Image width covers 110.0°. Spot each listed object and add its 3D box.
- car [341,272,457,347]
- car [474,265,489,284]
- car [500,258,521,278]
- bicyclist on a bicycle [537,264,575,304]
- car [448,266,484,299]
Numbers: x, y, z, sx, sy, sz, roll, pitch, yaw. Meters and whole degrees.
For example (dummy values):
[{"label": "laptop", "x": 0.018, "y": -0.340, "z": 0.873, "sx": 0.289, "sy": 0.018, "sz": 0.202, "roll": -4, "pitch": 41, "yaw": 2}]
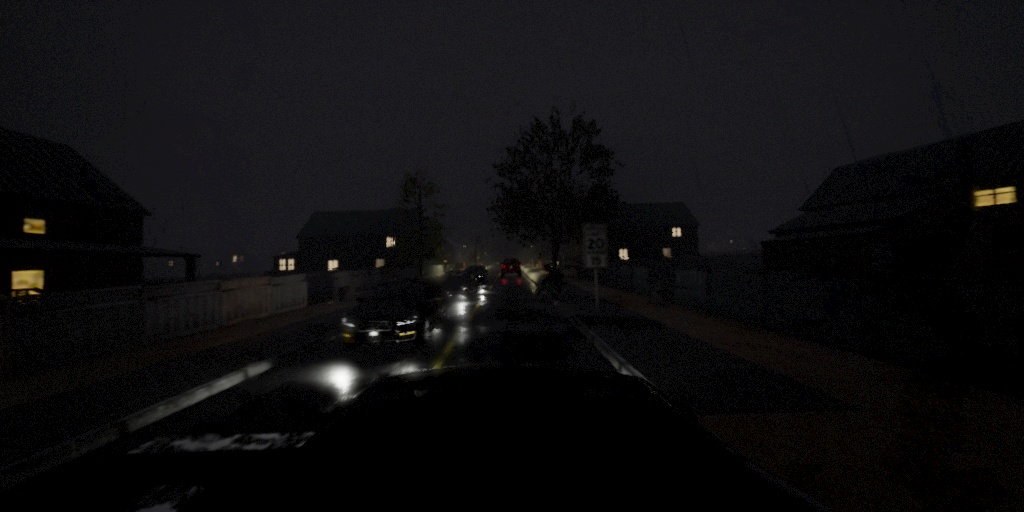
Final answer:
[{"label": "car", "x": -2.910, "y": 1.386, "z": 9.925, "sx": 1.837, "sy": 1.490, "sz": 4.892, "roll": -2, "pitch": 0, "yaw": 0}, {"label": "car", "x": -2.996, "y": 1.543, "z": 30.092, "sx": 1.837, "sy": 1.490, "sz": 4.892, "roll": -2, "pitch": 0, "yaw": 0}, {"label": "car", "x": -0.120, "y": 1.251, "z": 39.727, "sx": 2.150, "sy": 2.045, "sz": 5.566, "roll": -2, "pitch": 0, "yaw": -1}, {"label": "bicyclist on a bicycle", "x": 1.761, "y": 1.141, "z": 15.029, "sx": 1.656, "sy": 1.620, "sz": 0.582, "roll": -10, "pitch": 0, "yaw": 0}, {"label": "car", "x": -2.954, "y": 1.506, "z": 19.830, "sx": 2.033, "sy": 1.411, "sz": 5.357, "roll": -2, "pitch": 0, "yaw": 0}]
